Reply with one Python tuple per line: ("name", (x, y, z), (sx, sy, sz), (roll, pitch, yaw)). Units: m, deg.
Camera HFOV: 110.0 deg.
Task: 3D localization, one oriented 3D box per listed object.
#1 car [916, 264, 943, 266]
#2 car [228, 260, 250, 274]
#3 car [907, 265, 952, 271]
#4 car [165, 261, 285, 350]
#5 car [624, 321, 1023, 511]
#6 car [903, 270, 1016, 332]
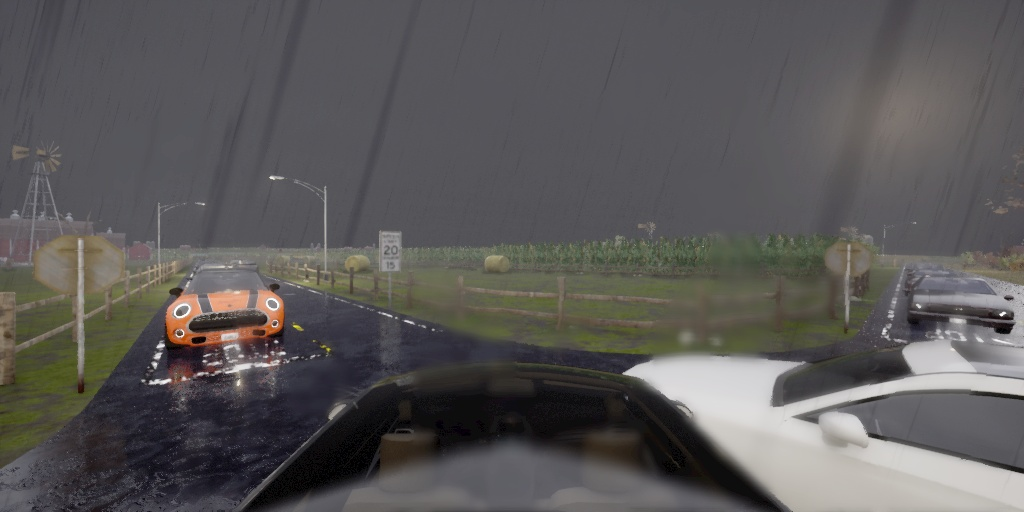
("car", (28.722, 1.303, 24.725), (4.902, 1.511, 2.128), (0, 1, -42))
("car", (-33.155, 1.264, 43.417), (1.837, 1.490, 4.892), (0, 0, -41))
("car", (21.073, 1.360, 17.829), (4.181, 1.385, 1.994), (0, 1, -43))
("car", (-7.454, 1.136, 9.422), (2.097, 1.767, 4.553), (0, 0, -39))
("car", (2.863, 1.293, 2.197), (1.812, 1.442, 4.674), (0, 1, -43))
("car", (13.656, 1.333, 11.131), (5.357, 1.411, 2.033), (0, 1, -42))
